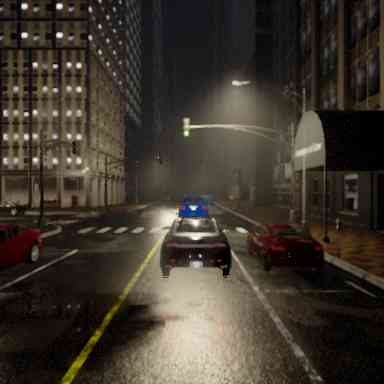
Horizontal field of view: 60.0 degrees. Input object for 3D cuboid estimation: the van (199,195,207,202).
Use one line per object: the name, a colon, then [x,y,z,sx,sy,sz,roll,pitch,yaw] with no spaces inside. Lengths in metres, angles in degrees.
van: [2.713,1.533,82.730,1.690,1.788,3.998,0,0,0]

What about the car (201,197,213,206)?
car: [2.706,1.696,59.942,2.008,1.369,4.403,0,0,0]

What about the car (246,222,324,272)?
car: [2.819,1.609,10.653,1.802,1.307,4.206,0,0,0]

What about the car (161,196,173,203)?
car: [-5.670,1.714,71.339,1.887,1.381,4.507,0,0,0]

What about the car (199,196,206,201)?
car: [2.716,1.785,88.426,1.802,1.307,4.206,0,0,0]

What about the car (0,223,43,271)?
car: [-5.821,1.568,9.279,1.887,1.381,4.507,0,0,0]

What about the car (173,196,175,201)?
car: [-5.668,1.747,77.036,1.947,1.339,4.313,0,0,0]

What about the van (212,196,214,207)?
van: [2.703,1.473,54.246,1.690,1.788,3.998,0,0,0]

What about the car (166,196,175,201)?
car: [-5.665,1.769,88.429,1.947,1.339,4.313,0,0,0]

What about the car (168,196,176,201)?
car: [-5.663,1.758,94.127,1.887,1.381,4.507,0,0,0]

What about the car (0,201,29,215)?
car: [-18.510,1.587,33.004,4.403,1.369,2.008,0,0,1]

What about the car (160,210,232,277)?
car: [0.103,1.517,10.333,2.128,1.511,4.902,0,0,0]

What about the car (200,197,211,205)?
car: [2.708,1.709,65.639,2.008,1.369,4.403,0,0,0]

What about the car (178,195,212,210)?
car: [0.107,1.285,25.841,2.150,2.045,5.566,0,0,0]
